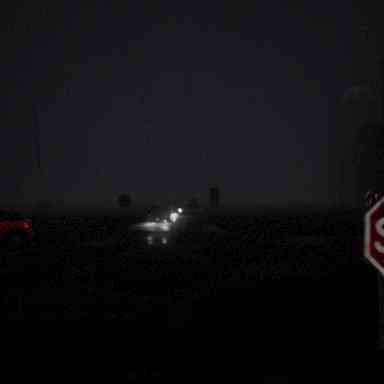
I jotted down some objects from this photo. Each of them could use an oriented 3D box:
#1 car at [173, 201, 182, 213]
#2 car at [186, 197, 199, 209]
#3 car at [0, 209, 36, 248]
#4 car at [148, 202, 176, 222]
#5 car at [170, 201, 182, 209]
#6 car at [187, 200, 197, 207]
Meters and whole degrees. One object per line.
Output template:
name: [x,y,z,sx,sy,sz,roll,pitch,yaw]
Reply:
car: [-2.847,2.061,45.574,2.128,1.511,4.902,0,-1,0]
car: [0.088,1.977,59.826,2.150,2.045,5.566,0,-1,0]
car: [-9.746,1.630,15.267,4.553,1.767,2.097,-1,0,-20]
car: [-2.853,1.921,30.373,2.033,1.411,5.357,0,-1,0]
car: [-2.800,2.362,60.275,1.895,1.301,4.718,0,-1,1]
car: [-0.012,2.433,70.128,2.033,1.411,5.357,0,-1,0]
